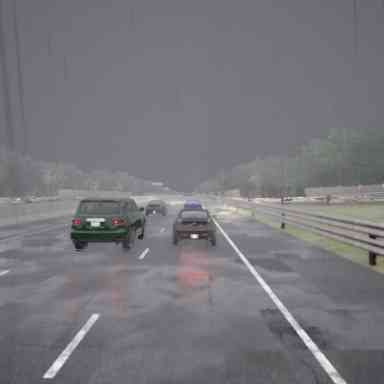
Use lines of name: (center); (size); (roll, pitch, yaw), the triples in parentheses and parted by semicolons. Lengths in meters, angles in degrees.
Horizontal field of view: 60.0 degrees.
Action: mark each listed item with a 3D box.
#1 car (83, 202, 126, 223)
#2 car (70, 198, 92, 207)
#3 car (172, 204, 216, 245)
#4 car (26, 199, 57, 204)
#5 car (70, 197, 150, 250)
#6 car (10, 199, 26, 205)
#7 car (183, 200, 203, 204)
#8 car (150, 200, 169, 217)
car: (-6.899, 1.583, 26.821); (2.033, 1.411, 5.357); (0, 0, 0)
car: (-17.561, 1.712, 52.915); (1.895, 1.301, 4.718); (0, 0, 1)
car: (0.100, 1.521, 15.726); (1.837, 1.490, 4.892); (0, 0, 0)
car: (-21.072, 1.639, 47.661); (2.033, 1.411, 5.357); (0, 0, 0)
car: (-3.388, 1.235, 14.426); (2.150, 2.045, 5.566); (0, 0, 0)
car: (-24.568, 1.657, 48.238); (1.994, 1.385, 4.181); (0, 0, 0)
car: (0.101, 1.529, 34.057); (1.882, 1.535, 5.008); (0, 0, 0)
car: (-3.399, 1.553, 32.513); (1.837, 1.490, 4.892); (0, 0, 0)
